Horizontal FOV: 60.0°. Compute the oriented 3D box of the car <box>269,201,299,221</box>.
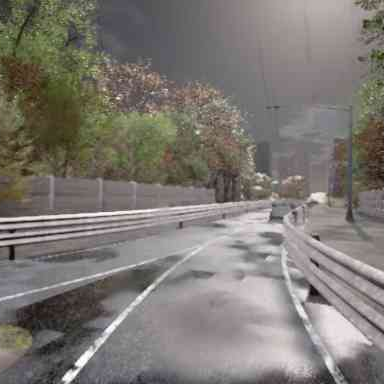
[{"bbox_3d":[8.031,1.810,29.272,1.994,1.385,4.181,1,0,21],"label":"car"}]

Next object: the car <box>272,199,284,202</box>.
[{"bbox_3d":[14.478,1.980,55.614,1.882,1.535,5.008,1,0,22],"label":"car"}]

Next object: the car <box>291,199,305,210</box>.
[{"bbox_3d":[14.869,1.789,47.163,2.097,1.767,4.553,1,0,21],"label":"car"}]
